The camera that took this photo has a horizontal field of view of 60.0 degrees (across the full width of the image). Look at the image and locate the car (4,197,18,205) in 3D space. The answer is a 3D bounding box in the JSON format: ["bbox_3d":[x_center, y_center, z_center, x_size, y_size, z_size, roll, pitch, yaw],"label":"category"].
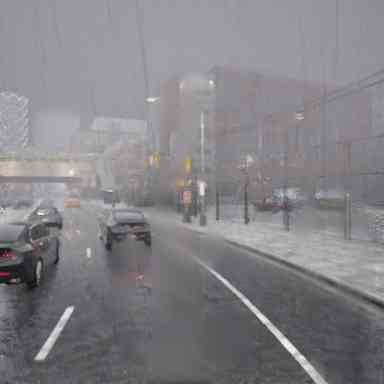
[{"bbox_3d":[-38.023,1.873,69.903,2.128,1.511,4.902,0,0,-23],"label":"car"}]

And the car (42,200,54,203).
[{"bbox_3d":[-19.331,1.743,44.635,2.033,1.411,5.357,0,0,-23],"label":"car"}]

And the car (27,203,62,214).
[{"bbox_3d":[-9.493,1.660,21.705,1.994,1.385,4.181,0,0,-23],"label":"car"}]

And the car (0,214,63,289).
[{"bbox_3d":[-4.839,1.547,9.072,1.837,1.490,4.892,0,-1,-13],"label":"car"}]

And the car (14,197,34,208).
[{"bbox_3d":[-27.538,1.861,54.512,1.895,1.301,4.718,0,0,-23],"label":"car"}]

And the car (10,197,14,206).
[{"bbox_3d":[-33.998,1.832,60.615,2.128,1.511,4.902,0,0,-23],"label":"car"}]

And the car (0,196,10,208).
[{"bbox_3d":[-30.552,1.836,52.665,1.994,1.385,4.181,0,0,-23],"label":"car"}]

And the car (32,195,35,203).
[{"bbox_3d":[-31.045,1.848,62.603,1.994,1.385,4.181,0,0,-23],"label":"car"}]

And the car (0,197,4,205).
[{"bbox_3d":[-40.769,1.840,68.681,2.231,1.521,4.892,0,0,-14],"label":"car"}]

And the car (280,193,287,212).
[{"bbox_3d":[8.498,1.285,35.497,2.185,1.767,4.553,0,0,-24],"label":"car"}]

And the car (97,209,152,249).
[{"bbox_3d":[-3.094,1.551,15.002,1.837,1.490,4.892,0,-1,-20],"label":"car"}]

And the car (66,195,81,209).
[{"bbox_3d":[-18.240,1.681,50.914,1.882,1.535,5.008,0,0,-23],"label":"car"}]

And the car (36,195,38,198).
[{"bbox_3d":[-35.225,1.877,72.251,2.033,1.411,5.357,0,0,-23],"label":"car"}]
